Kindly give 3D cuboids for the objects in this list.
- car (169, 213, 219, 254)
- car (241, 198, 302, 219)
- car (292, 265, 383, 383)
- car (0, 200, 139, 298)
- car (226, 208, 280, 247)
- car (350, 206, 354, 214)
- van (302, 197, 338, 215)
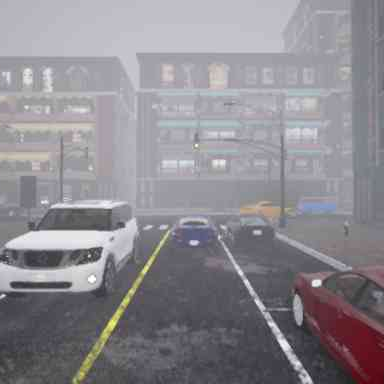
[{"bbox_3d":[0.083,1.589,13.765,1.812,1.442,4.674,0,0,0],"label":"car"},{"bbox_3d":[6.690,1.571,28.966,5.008,1.535,1.882,-1,-2,-20],"label":"car"},{"bbox_3d":[2.574,1.563,4.038,1.887,1.381,4.507,1,0,0],"label":"car"},{"bbox_3d":[-2.835,1.261,8.991,2.150,2.045,5.566,0,0,0],"label":"car"},{"bbox_3d":[2.575,1.636,15.165,1.947,1.339,4.313,1,0,0],"label":"car"},{"bbox_3d":[18.727,1.660,34.767,4.206,1.307,1.802,0,-1,0],"label":"car"},{"bbox_3d":[13.085,1.454,34.740,3.998,1.788,1.690,0,-1,0],"label":"van"}]
